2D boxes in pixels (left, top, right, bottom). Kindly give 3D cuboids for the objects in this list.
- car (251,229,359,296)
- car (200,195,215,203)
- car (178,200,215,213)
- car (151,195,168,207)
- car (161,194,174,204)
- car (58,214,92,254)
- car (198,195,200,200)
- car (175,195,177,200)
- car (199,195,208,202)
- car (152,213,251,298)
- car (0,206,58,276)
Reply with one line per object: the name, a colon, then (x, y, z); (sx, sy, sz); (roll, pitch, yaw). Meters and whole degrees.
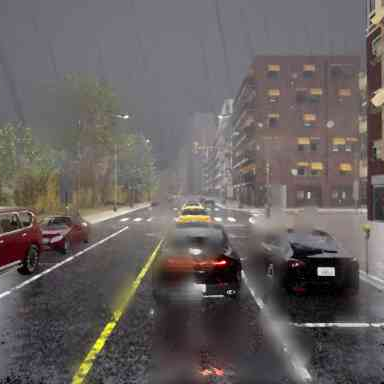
car: (2.585, 1.567, 8.470); (1.947, 1.339, 4.313); (1, 0, 0)
car: (2.648, 1.570, 52.287); (2.008, 1.369, 4.403); (1, 0, 0)
car: (0.126, 1.460, 19.020); (1.801, 1.575, 5.366); (0, 0, 0)
car: (-5.234, 1.563, 51.495); (1.887, 1.381, 4.507); (1, 0, 0)
car: (-5.215, 1.343, 62.847); (2.192, 1.841, 5.009); (1, 0, 0)
car: (-5.289, 1.584, 13.380); (1.802, 1.307, 4.206); (1, 0, 0)
car: (2.672, 1.616, 69.337); (1.802, 1.307, 4.206); (1, 0, 0)
car: (-5.185, 1.603, 85.551); (2.008, 1.369, 4.403); (1, 0, 0)
car: (2.689, 1.486, 80.703); (1.967, 1.590, 4.097); (1, 0, 0)
car: (0.112, 1.506, 8.486); (1.837, 1.490, 4.892); (0, 0, 0)
car: (-5.294, 1.316, 7.725); (2.192, 1.841, 5.009); (1, 0, 0)
